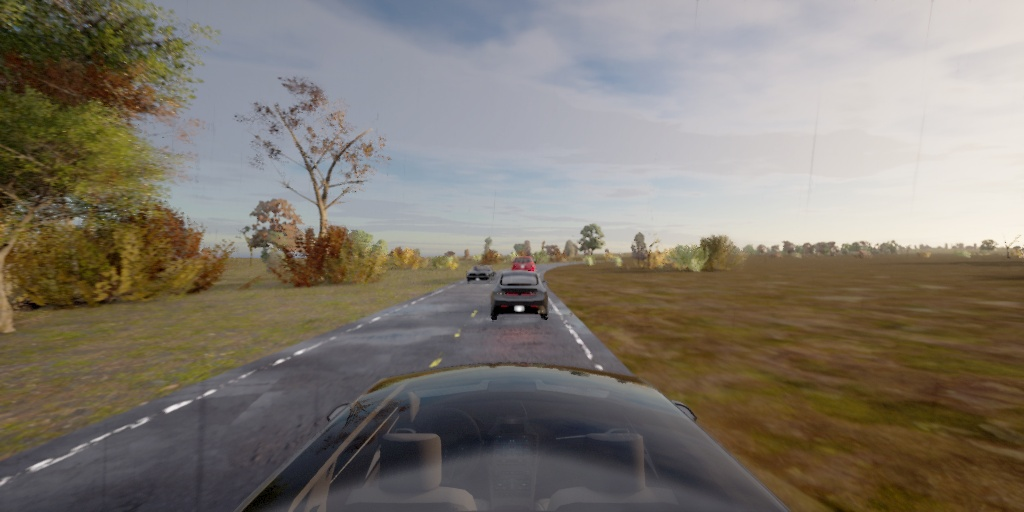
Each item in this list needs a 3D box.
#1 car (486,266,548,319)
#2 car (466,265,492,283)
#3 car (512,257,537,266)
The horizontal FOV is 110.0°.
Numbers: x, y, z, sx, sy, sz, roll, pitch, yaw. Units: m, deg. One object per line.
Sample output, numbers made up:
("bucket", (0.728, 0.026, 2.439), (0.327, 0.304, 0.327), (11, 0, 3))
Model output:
("car", (0.262, 1.292, 13.027), (1.837, 1.490, 4.892), (0, 0, 1))
("car", (-2.440, 1.432, 28.785), (1.895, 1.301, 4.718), (0, 0, 3))
("car", (1.164, 1.074, 34.851), (2.150, 2.045, 5.566), (0, 0, 5))
